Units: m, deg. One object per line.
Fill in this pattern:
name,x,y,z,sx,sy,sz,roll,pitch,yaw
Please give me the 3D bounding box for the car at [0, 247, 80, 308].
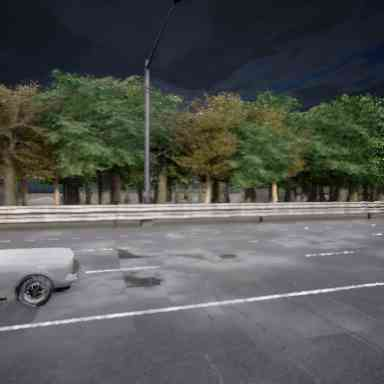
car,-4.732,1.569,6.685,4.718,1.301,1.895,0,0,-19
